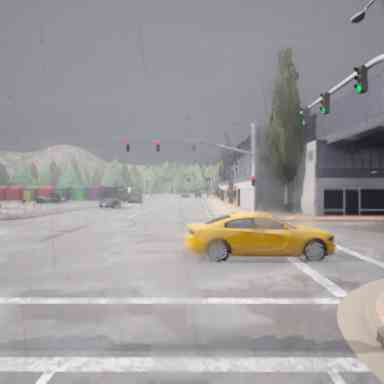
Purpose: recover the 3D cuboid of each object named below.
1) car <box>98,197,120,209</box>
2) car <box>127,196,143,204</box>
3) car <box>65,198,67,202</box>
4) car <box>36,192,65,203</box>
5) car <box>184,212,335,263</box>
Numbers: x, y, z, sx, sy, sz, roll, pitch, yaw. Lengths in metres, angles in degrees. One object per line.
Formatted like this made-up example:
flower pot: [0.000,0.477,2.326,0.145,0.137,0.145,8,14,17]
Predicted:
car: [-10.517,1.392,42.657,2.128,1.511,4.902,0,0,2]
car: [-10.027,1.410,58.985,2.033,1.411,5.357,0,0,2]
car: [-24.823,1.254,60.616,3.806,1.475,1.970,0,0,0]
car: [-24.840,1.022,57.720,3.866,1.878,1.905,0,0,0]
car: [2.241,1.452,11.333,5.008,1.535,1.882,0,0,-1]
